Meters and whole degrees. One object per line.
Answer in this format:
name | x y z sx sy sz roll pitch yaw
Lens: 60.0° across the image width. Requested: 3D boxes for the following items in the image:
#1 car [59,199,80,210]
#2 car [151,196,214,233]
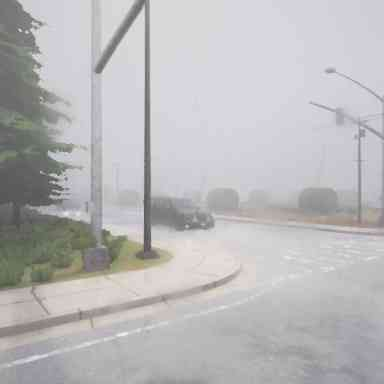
car | -15.569 1.563 41.882 1.895 1.301 4.718 0 0 -35
car | -0.941 1.354 20.634 2.150 2.045 5.566 0 2 -35
